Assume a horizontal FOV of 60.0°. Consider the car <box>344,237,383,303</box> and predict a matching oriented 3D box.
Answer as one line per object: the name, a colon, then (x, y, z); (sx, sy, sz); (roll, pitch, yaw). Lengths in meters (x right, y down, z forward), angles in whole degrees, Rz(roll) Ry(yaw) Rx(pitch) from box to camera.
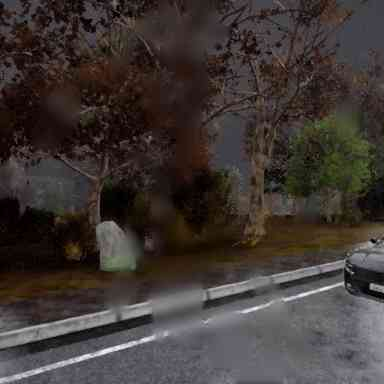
car: (5.436, 1.492, 7.557); (5.008, 1.535, 1.882); (0, 0, -35)
